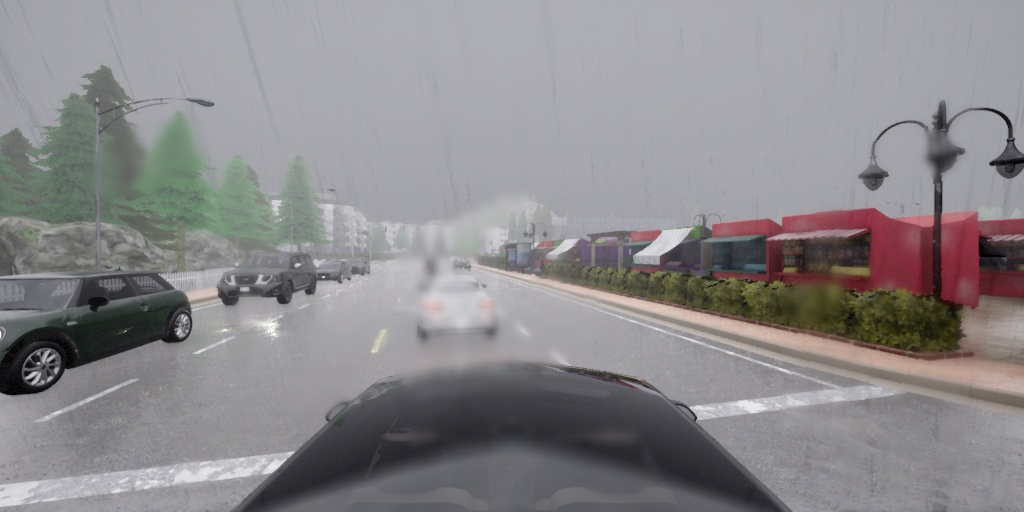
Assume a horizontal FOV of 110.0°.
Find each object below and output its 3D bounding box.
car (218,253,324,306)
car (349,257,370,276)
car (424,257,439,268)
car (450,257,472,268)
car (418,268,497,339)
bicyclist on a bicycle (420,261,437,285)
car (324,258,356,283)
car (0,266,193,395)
[{"bbox_3d":[-10.332,0.875,15.725,2.150,2.045,5.566,0,0,-14],"label":"car"},{"bbox_3d":[-14.558,0.874,33.318,2.097,1.767,4.553,0,0,-13],"label":"car"},{"bbox_3d":[-11.418,0.897,50.815,1.837,1.490,4.892,0,0,-13],"label":"car"},{"bbox_3d":[-6.106,1.046,43.810,1.895,1.301,4.718,0,0,-14],"label":"car"},{"bbox_3d":[-1.581,1.224,9.874,1.812,1.442,4.674,0,0,-13],"label":"car"},{"bbox_3d":[-4.524,1.078,19.691,0.582,1.620,1.656,0,1,24],"label":"bicyclist on a bicycle"},{"bbox_3d":[-12.648,1.086,25.341,1.837,1.490,4.892,0,0,-13],"label":"car"},{"bbox_3d":[-8.083,1.075,6.304,2.097,1.767,4.553,0,0,-13],"label":"car"}]
